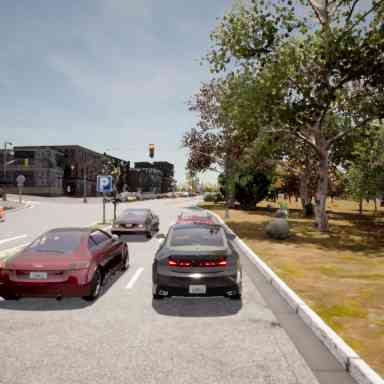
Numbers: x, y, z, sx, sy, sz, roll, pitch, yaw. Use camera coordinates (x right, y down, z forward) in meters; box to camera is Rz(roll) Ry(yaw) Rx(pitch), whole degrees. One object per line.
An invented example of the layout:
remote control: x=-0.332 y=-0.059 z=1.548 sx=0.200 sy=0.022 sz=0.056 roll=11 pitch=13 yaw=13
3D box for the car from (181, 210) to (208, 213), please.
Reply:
car: x=0.150 y=1.625 z=17.716 sx=1.895 sy=1.301 sz=4.718 roll=0 pitch=0 yaw=0

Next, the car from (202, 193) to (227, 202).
car: x=4.634 y=1.141 z=68.340 sx=4.553 sy=1.767 sz=2.185 roll=1 pitch=0 yaw=-14

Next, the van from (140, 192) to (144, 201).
van: x=-13.275 y=1.093 z=71.751 sx=4.442 sy=1.987 sz=1.878 roll=-1 pitch=0 yaw=-14

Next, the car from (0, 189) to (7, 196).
car: x=-31.191 y=0.137 z=53.626 sx=2.002 sy=1.452 sz=4.674 roll=6 pitch=-3 yaw=-19

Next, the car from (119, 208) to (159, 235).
car: x=-2.853 y=1.572 z=17.619 sx=2.033 sy=1.411 sz=5.357 roll=0 pitch=0 yaw=1

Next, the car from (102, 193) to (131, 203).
car: x=-14.475 y=1.358 z=62.766 sx=4.792 sy=1.488 sz=2.163 roll=-1 pitch=0 yaw=-15

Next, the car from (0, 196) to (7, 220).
car: x=-16.639 y=1.403 z=24.959 sx=4.553 sy=1.767 sz=2.185 roll=-1 pitch=0 yaw=-19

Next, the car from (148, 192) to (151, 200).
car: x=-12.677 y=1.359 z=77.718 sx=4.674 sy=1.452 sz=2.002 roll=-1 pitch=0 yaw=-13

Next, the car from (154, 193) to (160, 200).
car: x=-11.494 y=1.357 z=86.702 sx=4.674 sy=1.452 sz=2.002 roll=-1 pitch=0 yaw=-12

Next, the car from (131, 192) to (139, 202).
car: x=-13.831 y=1.315 z=65.759 sx=5.366 sy=1.575 sz=1.946 roll=-1 pitch=0 yaw=-15

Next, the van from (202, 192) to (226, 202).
van: x=4.252 y=1.043 z=65.370 sx=4.442 sy=1.987 sz=1.878 roll=1 pitch=0 yaw=-14

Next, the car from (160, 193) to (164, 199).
car: x=-11.046 y=1.065 z=89.708 sx=5.566 sy=2.045 sz=2.435 roll=-1 pitch=0 yaw=-12

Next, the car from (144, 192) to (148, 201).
car: x=-13.049 y=1.321 z=74.722 sx=4.892 sy=1.521 sz=2.231 roll=-1 pitch=0 yaw=-14

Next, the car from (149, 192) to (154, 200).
car: x=-12.307 y=1.359 z=80.719 sx=4.674 sy=1.452 sz=2.002 roll=-1 pitch=0 yaw=-13

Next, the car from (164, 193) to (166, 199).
car: x=-10.625 y=1.316 z=92.687 sx=5.008 sy=1.535 sz=2.097 roll=-1 pitch=0 yaw=-12

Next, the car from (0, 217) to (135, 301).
car: x=-2.905 y=1.574 z=8.400 sx=1.994 sy=1.385 sz=4.181 roll=0 pitch=0 yaw=1

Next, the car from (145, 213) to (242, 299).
car: x=0.104 y=1.515 z=8.447 sx=1.837 sy=1.490 sz=4.892 roll=0 pitch=0 yaw=0
